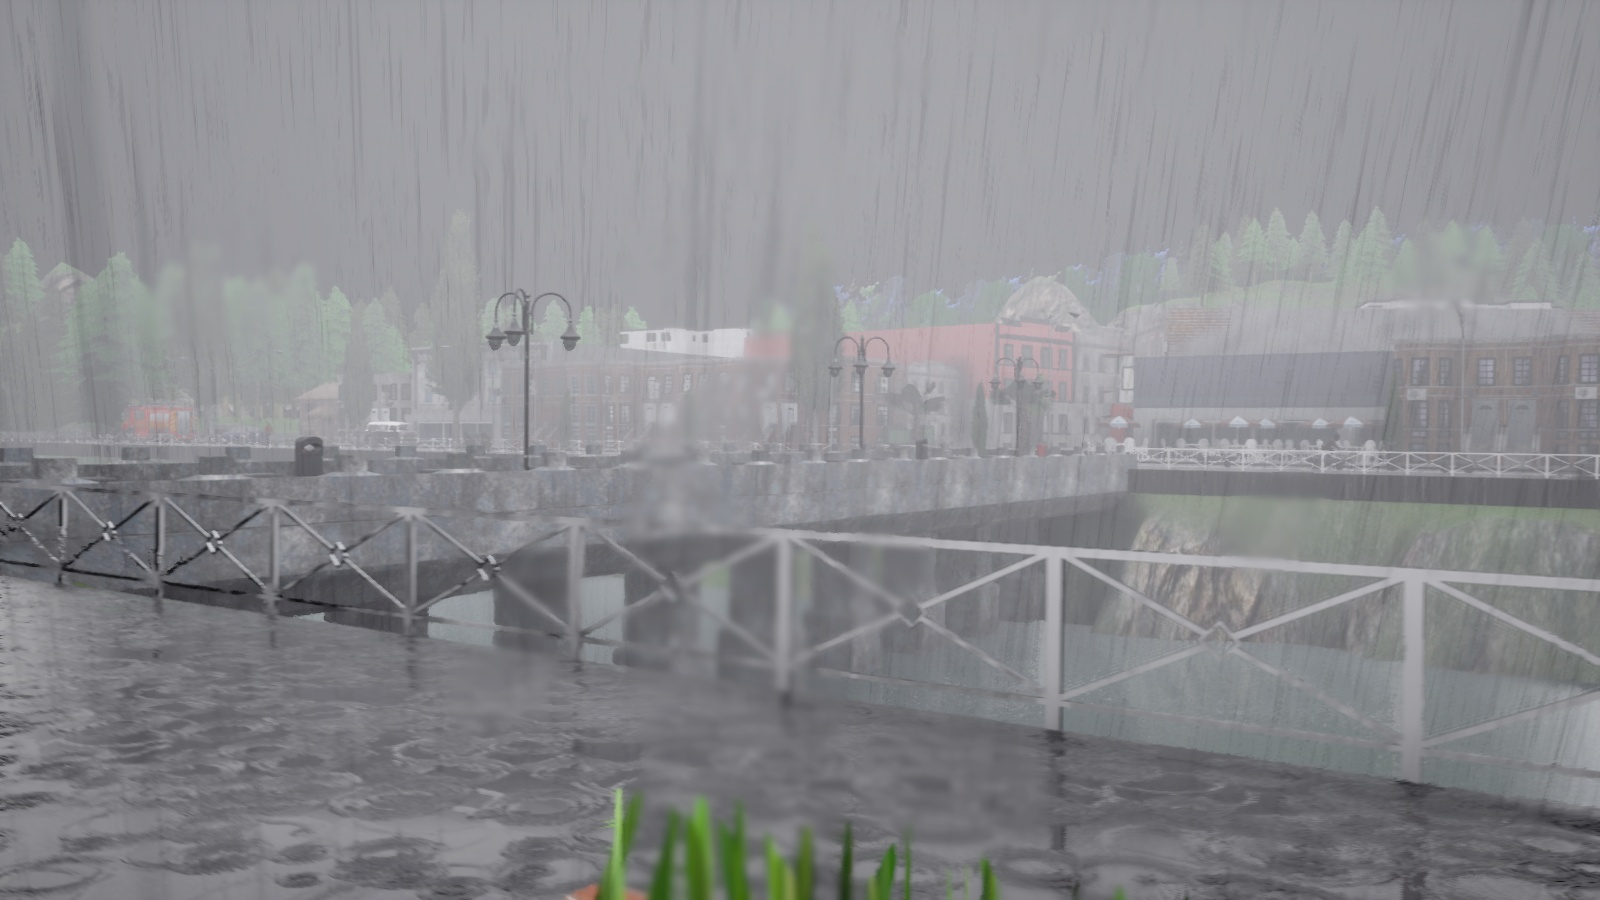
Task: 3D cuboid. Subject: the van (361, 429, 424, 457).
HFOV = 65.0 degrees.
[{"bbox_3d":[-30.413,-0.548,93.647,4.480,2.038,2.069,0,1,34],"label":"van"}]
